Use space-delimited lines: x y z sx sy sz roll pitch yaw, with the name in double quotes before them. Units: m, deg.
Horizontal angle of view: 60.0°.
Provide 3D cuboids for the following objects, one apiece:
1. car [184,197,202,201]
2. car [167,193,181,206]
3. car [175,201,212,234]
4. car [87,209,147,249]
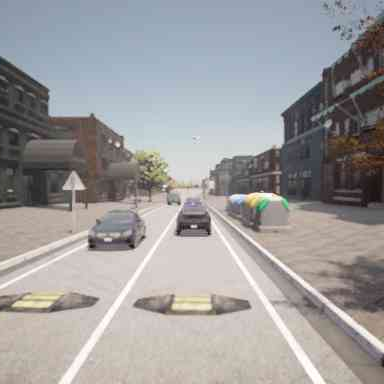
"car" 0.100 1.322 38.239 2.097 1.767 4.553 0 0 0
"car" -3.043 1.241 56.713 2.150 2.045 5.566 0 0 1
"car" 0.098 1.481 19.149 1.837 1.490 4.892 0 0 0
"car" -3.099 1.509 14.599 1.812 1.442 4.674 0 0 0
